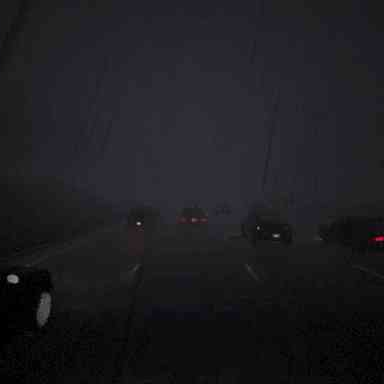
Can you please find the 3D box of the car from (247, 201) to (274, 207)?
[{"bbox_3d":[7.098,1.888,35.779,1.837,1.490,4.892,0,0,0],"label":"car"}]

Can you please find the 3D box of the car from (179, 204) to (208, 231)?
[{"bbox_3d":[0.098,1.791,22.773,2.033,1.411,5.357,0,-1,0],"label":"car"}]

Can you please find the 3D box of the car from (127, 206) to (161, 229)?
[{"bbox_3d":[-3.401,1.760,23.662,1.837,1.490,4.892,0,0,0],"label":"car"}]

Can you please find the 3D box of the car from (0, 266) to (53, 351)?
[{"bbox_3d":[-3.402,1.521,3.947,1.882,1.535,5.008,0,0,0],"label":"car"}]

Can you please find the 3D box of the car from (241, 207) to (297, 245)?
[{"bbox_3d":[3.599,1.702,16.498,1.812,1.442,4.674,0,-1,0],"label":"car"}]

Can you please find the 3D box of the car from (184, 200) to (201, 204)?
[{"bbox_3d":[0.096,1.778,40.064,2.097,1.767,4.553,0,-1,0],"label":"car"}]

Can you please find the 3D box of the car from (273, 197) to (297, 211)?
[{"bbox_3d":[10.599,1.640,39.160,2.150,2.045,5.566,0,0,0],"label":"car"}]

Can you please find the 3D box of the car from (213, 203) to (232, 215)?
[{"bbox_3d":[3.597,1.965,39.194,2.033,1.411,5.357,0,-1,0],"label":"car"}]

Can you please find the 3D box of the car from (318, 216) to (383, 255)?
[{"bbox_3d":[7.100,1.696,13.937,2.033,1.411,5.357,0,-1,0],"label":"car"}]
